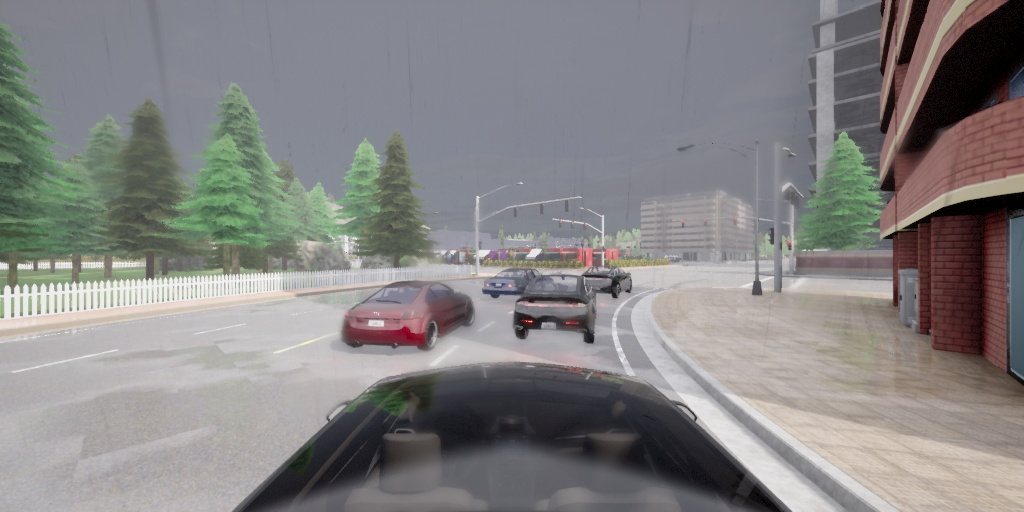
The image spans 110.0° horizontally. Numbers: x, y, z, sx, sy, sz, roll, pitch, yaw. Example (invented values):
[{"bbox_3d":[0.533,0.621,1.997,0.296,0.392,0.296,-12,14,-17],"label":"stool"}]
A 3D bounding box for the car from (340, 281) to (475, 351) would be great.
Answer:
[{"bbox_3d":[-2.356,1.314,9.140,1.994,1.385,4.181,0,0,10],"label":"car"}]

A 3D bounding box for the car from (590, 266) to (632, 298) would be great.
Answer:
[{"bbox_3d":[4.856,1.236,18.364,2.128,1.511,4.902,1,1,29],"label":"car"}]

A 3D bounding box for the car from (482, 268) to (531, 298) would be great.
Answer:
[{"bbox_3d":[0.483,1.297,17.855,2.033,1.411,5.357,0,0,25],"label":"car"}]

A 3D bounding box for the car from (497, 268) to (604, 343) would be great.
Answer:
[{"bbox_3d":[1.355,1.242,9.807,2.128,1.511,4.902,0,0,14],"label":"car"}]
